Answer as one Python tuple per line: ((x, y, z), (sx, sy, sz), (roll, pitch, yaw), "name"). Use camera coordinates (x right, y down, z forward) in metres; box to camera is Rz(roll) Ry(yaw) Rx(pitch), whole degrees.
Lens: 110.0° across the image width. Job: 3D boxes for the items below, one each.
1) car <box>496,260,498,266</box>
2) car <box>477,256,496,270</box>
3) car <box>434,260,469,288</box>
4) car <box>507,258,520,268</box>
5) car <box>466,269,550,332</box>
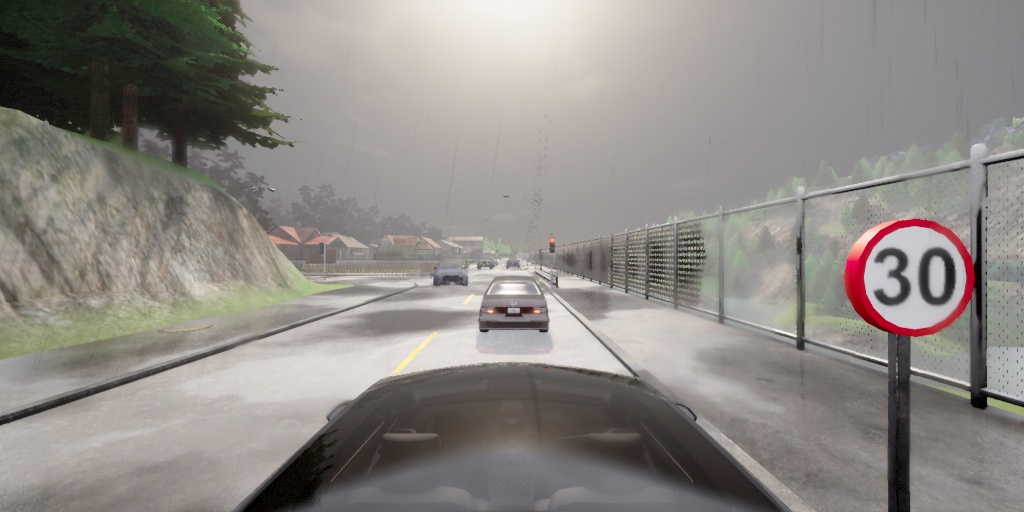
((-3.986, 1.297, 64.898), (2.033, 1.411, 5.357), (0, 0, 0), "car")
((-4.035, 0.971, 54.656), (2.150, 2.045, 5.566), (0, 0, 0), "car")
((-4.135, 1.102, 24.167), (2.097, 1.767, 4.553), (0, 0, -14), "car")
((0.164, 1.101, 59.292), (2.097, 1.767, 4.553), (0, 0, 0), "car")
((0.058, 1.297, 10.757), (2.033, 1.411, 5.357), (0, 0, 0), "car")
